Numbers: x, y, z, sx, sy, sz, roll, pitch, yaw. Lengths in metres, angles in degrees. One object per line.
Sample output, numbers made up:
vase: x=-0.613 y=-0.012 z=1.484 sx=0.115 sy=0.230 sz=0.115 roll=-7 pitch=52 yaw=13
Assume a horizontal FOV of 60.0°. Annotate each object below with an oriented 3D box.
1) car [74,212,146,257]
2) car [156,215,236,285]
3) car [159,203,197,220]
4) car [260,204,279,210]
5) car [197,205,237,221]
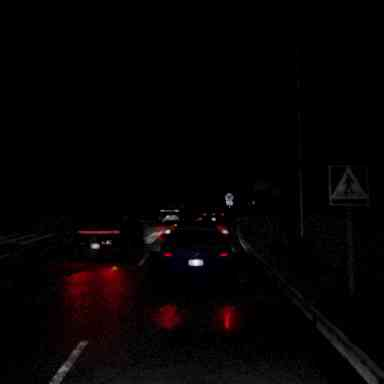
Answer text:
car: x=-3.027 y=1.517 z=13.092 sx=2.128 sy=1.511 sz=4.902 roll=0 pitch=0 yaw=2
car: x=0.128 y=1.584 z=9.600 sx=1.994 sy=1.385 sz=4.181 roll=0 pitch=0 yaw=1
car: x=-1.021 y=1.618 z=25.954 sx=2.128 sy=1.511 sz=4.902 roll=-1 pitch=-2 yaw=16
car: x=19.071 y=3.740 z=82.333 sx=4.553 sy=1.767 sz=2.097 roll=-4 pitch=-6 yaw=41
car: x=2.177 y=1.659 z=25.176 sx=1.895 sy=1.301 sz=4.718 roll=-1 pitch=-2 yaw=18
